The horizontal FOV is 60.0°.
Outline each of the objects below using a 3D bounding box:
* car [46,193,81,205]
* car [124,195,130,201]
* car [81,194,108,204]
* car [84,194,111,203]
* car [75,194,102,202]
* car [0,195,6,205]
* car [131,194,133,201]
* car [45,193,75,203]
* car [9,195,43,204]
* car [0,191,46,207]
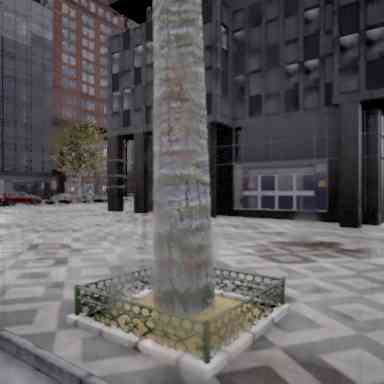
[{"bbox_3d":[-17.716,1.076,44.876,1.947,1.339,4.313,0,0,35],"label":"car"},{"bbox_3d":[-13.353,1.029,55.887,2.033,1.411,5.357,0,0,35],"label":"car"},{"bbox_3d":[-14.513,1.059,49.516,1.947,1.339,4.313,0,0,35],"label":"car"},{"bbox_3d":[-16.188,1.049,57.160,1.994,1.385,4.181,0,0,35],"label":"car"},{"bbox_3d":[-18.322,1.069,59.004,1.802,1.307,4.206,0,0,35],"label":"car"},{"bbox_3d":[-27.933,1.102,45.082,1.947,1.339,4.313,0,0,35],"label":"car"},{"bbox_3d":[-11.914,1.028,68.287,1.947,1.339,4.313,0,0,35],"label":"car"},{"bbox_3d":[-21.526,0.942,54.363,1.967,1.590,4.097,0,0,35],"label":"car"},{"bbox_3d":[-24.730,1.100,49.723,1.802,1.307,4.206,0,0,35],"label":"car"},{"bbox_3d":[-20.919,0.843,40.235,2.192,1.841,5.009,0,0,35],"label":"car"}]
